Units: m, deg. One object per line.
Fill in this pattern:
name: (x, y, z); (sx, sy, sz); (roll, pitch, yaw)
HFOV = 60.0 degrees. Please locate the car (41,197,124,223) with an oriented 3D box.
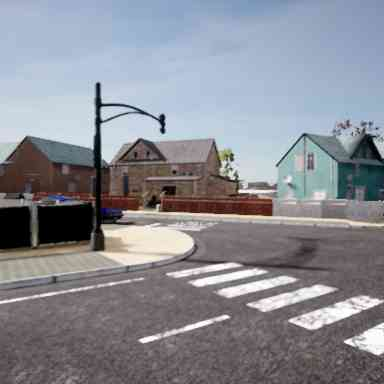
car: (-6.608, 1.223, 20.537); (4.718, 1.301, 1.895); (1, 0, 20)

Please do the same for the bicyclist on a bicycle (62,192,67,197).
bicyclist on a bicycle: (-10.831, 0.805, 28.219); (0.582, 1.620, 1.656); (1, 1, 19)

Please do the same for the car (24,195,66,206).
car: (-10.473, 1.009, 25.020); (5.008, 1.535, 1.882); (1, 0, 19)
